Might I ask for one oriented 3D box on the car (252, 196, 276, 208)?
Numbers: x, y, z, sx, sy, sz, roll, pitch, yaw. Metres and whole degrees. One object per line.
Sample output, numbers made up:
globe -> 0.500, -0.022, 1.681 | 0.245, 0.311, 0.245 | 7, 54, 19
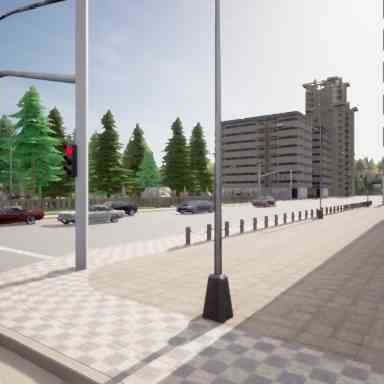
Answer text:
car -> 10.463, 1.351, 48.327 | 2.097, 1.767, 4.553 | 0, 0, 36

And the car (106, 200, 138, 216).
car -> -7.096, 1.478, 29.890 | 1.882, 1.535, 5.008 | 0, 0, 36

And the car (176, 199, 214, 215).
car -> 0.580, 1.547, 34.624 | 2.033, 1.411, 5.357 | 0, 0, 35

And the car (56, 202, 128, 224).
car -> -7.162, 1.601, 23.773 | 1.895, 1.301, 4.718 | 0, 0, 36

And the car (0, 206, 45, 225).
car -> -12.588, 1.601, 22.276 | 1.895, 1.301, 4.718 | 0, 0, 37

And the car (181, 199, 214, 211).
car -> 0.733, 1.563, 40.840 | 1.994, 1.385, 4.181 | 0, 0, 36
